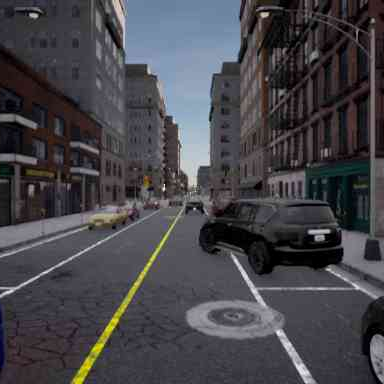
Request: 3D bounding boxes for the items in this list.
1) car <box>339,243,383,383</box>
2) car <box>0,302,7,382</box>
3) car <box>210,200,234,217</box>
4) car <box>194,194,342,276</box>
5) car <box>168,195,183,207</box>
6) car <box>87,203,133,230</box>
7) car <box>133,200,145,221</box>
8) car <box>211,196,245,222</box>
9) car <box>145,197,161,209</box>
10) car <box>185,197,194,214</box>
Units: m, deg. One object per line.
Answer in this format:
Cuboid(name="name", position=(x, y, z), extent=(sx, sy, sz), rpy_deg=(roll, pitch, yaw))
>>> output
Cuboid(name="car", position=(3.031, 1.502, 2.265), extent=(1.837, 1.490, 4.892), rpy_deg=(0, 0, 0))
Cuboid(name="car", position=(-2.844, 1.476, 1.338), extent=(1.882, 1.535, 5.008), rpy_deg=(0, 0, 0))
Cuboid(name="car", position=(2.803, 1.545, 32.214), extent=(1.947, 1.339, 4.313), rpy_deg=(0, 0, 0))
Cuboid(name="car", position=(2.173, 1.214, 10.708), extent=(2.150, 2.045, 5.566), rpy_deg=(0, 0, -21))
Cuboid(name="car", position=(-2.510, 1.341, 52.031), extent=(2.097, 1.767, 4.553), rpy_deg=(0, 0, 1))
Cuboid(name="car", position=(-5.279, 1.508, 21.182), extent=(1.752, 1.417, 4.829), rpy_deg=(0, 0, 0))
Cuboid(name="car", position=(-5.250, 1.562, 26.806), extent=(1.802, 1.307, 4.206), rpy_deg=(0, 0, 0))
Cuboid(name="car", position=(2.774, 1.295, 26.761), extent=(2.192, 1.841, 5.009), rpy_deg=(0, 0, 0))
Cuboid(name="car", position=(-5.166, 1.423, 43.166), extent=(1.967, 1.590, 4.097), rpy_deg=(0, 0, 0))
Cuboid(name="car", position=(0.277, 1.479, 35.467), extent=(1.837, 1.490, 4.892), rpy_deg=(0, -2, 0))
